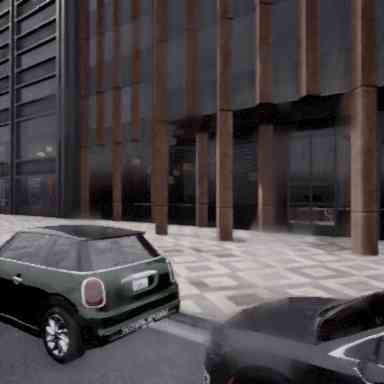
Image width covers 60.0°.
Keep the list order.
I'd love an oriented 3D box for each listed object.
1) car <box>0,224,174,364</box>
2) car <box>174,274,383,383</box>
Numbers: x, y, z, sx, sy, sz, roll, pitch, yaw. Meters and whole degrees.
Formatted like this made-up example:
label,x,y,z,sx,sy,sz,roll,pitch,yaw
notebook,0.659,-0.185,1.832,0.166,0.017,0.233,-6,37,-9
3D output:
label,x,y,z,sx,sy,sz,roll,pitch,yaw
car,-2.486,1.377,6.139,4.553,1.767,2.097,0,0,36
car,2.365,1.520,2.659,4.892,1.490,1.837,0,0,36
